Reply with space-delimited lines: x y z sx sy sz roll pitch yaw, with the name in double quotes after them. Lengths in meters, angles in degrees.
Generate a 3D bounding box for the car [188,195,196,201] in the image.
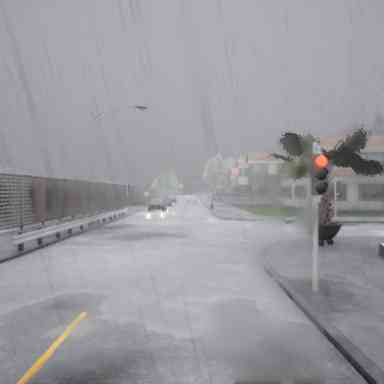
0.005 1.431 78.197 1.994 1.385 4.181 0 0 0 "car"

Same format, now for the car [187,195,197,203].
0.004 1.524 68.193 1.812 1.442 4.674 0 0 0 "car"

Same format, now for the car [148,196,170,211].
-4.088 1.477 40.079 1.882 1.535 5.008 0 0 0 "car"

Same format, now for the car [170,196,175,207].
-4.083 1.562 50.084 1.994 1.385 4.181 0 0 0 "car"

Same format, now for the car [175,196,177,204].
-4.021 1.476 66.348 1.882 1.535 5.008 0 0 0 "car"
